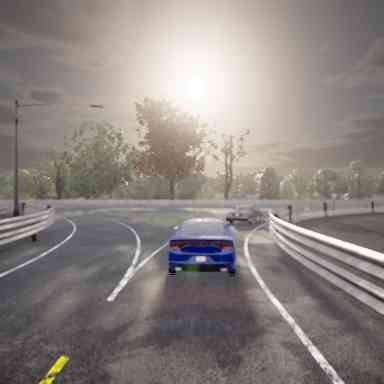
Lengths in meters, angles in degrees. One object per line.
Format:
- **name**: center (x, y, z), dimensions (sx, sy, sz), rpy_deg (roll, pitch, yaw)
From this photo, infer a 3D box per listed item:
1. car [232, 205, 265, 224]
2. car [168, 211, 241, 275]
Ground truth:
- **car**: center (4.356, 1.750, 26.550), dimensions (2.033, 1.411, 5.357), rpy_deg (0, 0, 25)
- **car**: center (0.398, 1.561, 10.834), dimensions (1.882, 1.535, 5.008), rpy_deg (0, -1, 4)
